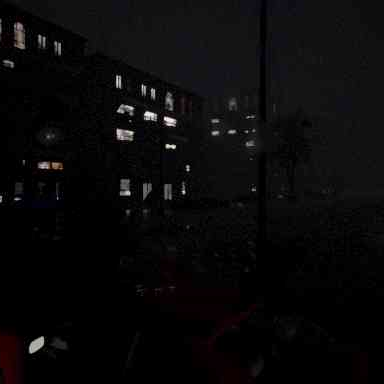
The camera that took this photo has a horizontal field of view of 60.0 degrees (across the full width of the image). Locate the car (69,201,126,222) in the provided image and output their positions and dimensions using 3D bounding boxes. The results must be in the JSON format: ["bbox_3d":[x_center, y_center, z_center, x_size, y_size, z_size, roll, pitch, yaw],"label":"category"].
[{"bbox_3d":[-6.676,1.329,23.745,1.947,1.339,4.313,2,2,35],"label":"car"}]

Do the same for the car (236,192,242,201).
[{"bbox_3d":[7.563,0.816,48.861,1.812,1.442,4.674,1,1,35],"label":"car"}]

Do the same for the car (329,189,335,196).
[{"bbox_3d":[34.662,0.080,83.176,1.967,1.590,4.097,2,2,35],"label":"car"}]

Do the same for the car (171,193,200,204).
[{"bbox_3d":[-0.836,0.910,46.816,1.947,1.339,4.313,2,2,35],"label":"car"}]

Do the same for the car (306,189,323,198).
[{"bbox_3d":[25.122,0.446,69.464,2.008,1.369,4.403,2,2,35],"label":"car"}]

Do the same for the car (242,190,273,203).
[{"bbox_3d":[9.223,0.877,46.603,2.008,1.369,4.403,2,2,35],"label":"car"}]

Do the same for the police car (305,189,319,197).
[{"bbox_3d":[27.663,0.191,76.647,1.930,1.638,5.238,0,1,32],"label":"police car"}]

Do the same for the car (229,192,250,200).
[{"bbox_3d":[8.703,0.650,60.533,1.947,1.339,4.313,2,2,35],"label":"car"}]

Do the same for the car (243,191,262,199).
[{"bbox_3d":[11.786,0.526,64.963,1.752,1.417,4.829,2,2,35],"label":"car"}]

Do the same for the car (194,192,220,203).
[{"bbox_3d":[2.343,0.808,51.388,2.008,1.369,4.403,2,2,35],"label":"car"}]

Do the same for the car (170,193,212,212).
[{"bbox_3d":[-0.317,1.132,32.887,1.887,1.381,4.507,2,2,35],"label":"car"}]

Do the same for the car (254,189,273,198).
[{"bbox_3d":[15.066,0.227,69.670,2.192,1.841,5.009,2,2,35],"label":"car"}]

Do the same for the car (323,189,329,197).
[{"bbox_3d":[28.301,0.361,74.034,2.008,1.369,4.403,2,2,35],"label":"car"}]

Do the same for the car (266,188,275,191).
[{"bbox_3d":[13.187,0.357,57.029,2.150,2.045,5.566,1,1,35],"label":"car"}]

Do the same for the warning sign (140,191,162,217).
[{"bbox_3d":[-3.057,0.851,24.823,1.300,1.860,1.060,-1,0,35],"label":"warning sign"}]

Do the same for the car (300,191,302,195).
[{"bbox_3d":[27.781,0.115,87.963,1.887,1.381,4.507,2,2,35],"label":"car"}]

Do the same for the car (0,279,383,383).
[{"bbox_3d":[-0.316,1.544,3.095,4.507,1.381,1.887,0,0,36],"label":"car"}]

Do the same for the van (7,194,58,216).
[{"bbox_3d":[-13.553,1.035,28.523,1.690,1.788,3.998,2,2,35],"label":"van"}]

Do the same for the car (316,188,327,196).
[{"bbox_3d":[33.119,-0.033,84.768,2.097,1.767,4.553,0,1,28],"label":"car"}]

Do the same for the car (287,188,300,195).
[{"bbox_3d":[24.604,-0.029,83.385,2.192,1.841,5.009,2,2,35],"label":"car"}]

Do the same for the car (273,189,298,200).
[{"bbox_3d":[15.680,0.676,55.886,1.752,1.417,4.829,2,2,35],"label":"car"}]

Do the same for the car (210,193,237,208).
[{"bbox_3d":[2.863,1.051,37.459,2.008,1.369,4.403,2,2,35],"label":"car"}]
